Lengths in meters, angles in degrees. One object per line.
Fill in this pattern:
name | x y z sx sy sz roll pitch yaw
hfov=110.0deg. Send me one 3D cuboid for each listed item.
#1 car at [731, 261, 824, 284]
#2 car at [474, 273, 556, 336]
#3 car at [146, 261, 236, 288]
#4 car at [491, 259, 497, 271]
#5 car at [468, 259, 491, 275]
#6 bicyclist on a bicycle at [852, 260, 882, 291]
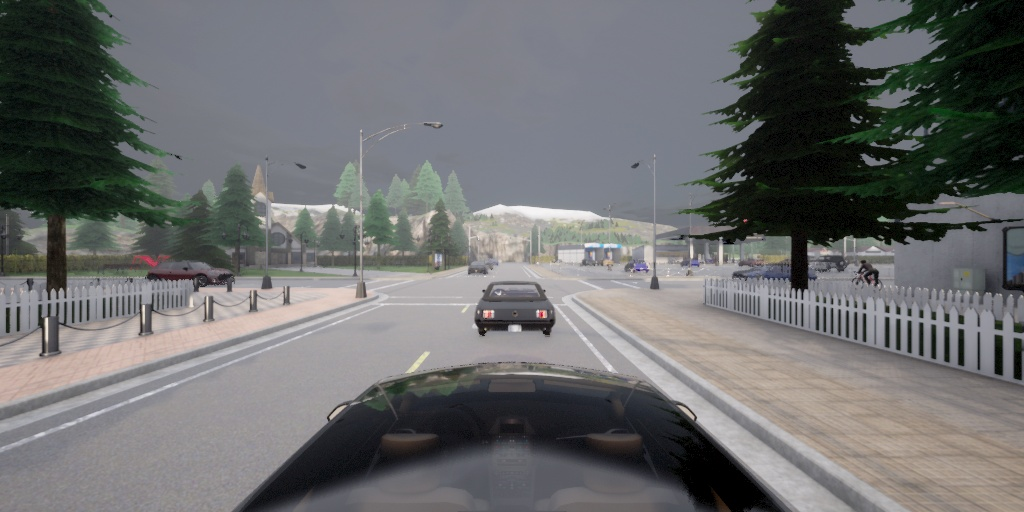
car | 19.319 1.294 26.548 5.357 1.411 2.033 0 0 1
car | 0.057 1.355 10.386 1.895 1.301 4.718 0 0 0
car | -20.653 1.097 23.211 4.553 1.767 2.097 0 0 1
car | -3.635 1.320 51.432 2.033 1.411 5.357 0 0 0
car | -3.627 1.245 38.910 1.882 1.535 5.008 0 0 0
bicyclist on a bicycle | 18.854 1.044 19.070 0.582 1.620 1.656 0 0 1
